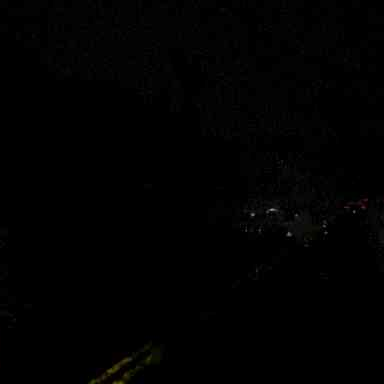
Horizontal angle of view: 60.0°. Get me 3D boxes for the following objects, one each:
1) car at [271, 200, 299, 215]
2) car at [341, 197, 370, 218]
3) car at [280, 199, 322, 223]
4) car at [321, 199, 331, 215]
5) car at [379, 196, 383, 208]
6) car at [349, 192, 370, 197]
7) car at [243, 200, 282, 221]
[{"bbox_3d":[9.723,1.577,34.513,1.895,1.301,4.718,0,0,28],"label":"car"},{"bbox_3d":[14.620,1.443,29.738,1.812,1.442,4.674,0,0,29],"label":"car"},{"bbox_3d":[8.308,1.517,25.089,1.994,1.385,4.181,0,0,28],"label":"car"},{"bbox_3d":[12.607,1.463,33.015,1.837,1.490,4.892,0,0,28],"label":"car"},{"bbox_3d":[25.876,1.280,43.929,2.128,1.511,4.902,0,0,28],"label":"car"},{"bbox_3d":[20.692,1.053,41.229,2.150,2.045,5.566,0,1,28],"label":"car"},{"bbox_3d":[5.690,1.444,27.085,2.128,1.511,4.902,0,0,28],"label":"car"}]
